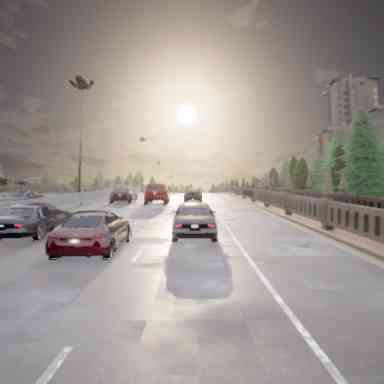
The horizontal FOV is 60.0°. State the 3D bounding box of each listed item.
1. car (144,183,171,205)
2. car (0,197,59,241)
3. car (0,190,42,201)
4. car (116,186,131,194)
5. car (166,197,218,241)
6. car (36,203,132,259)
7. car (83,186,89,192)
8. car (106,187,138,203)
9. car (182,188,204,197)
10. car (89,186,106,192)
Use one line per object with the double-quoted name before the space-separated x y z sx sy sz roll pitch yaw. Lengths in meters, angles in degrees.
"car" -3.400 0.120 33.214 2.150 2.045 5.566 0 2 0
"car" -6.900 1.182 14.552 2.033 1.411 5.357 0 2 0
"car" -14.096 0.618 27.442 2.128 1.511 4.902 0 2 0
"car" -14.000 -0.382 68.581 2.128 1.511 4.902 0 -1 0
"car" 0.100 1.184 14.506 2.033 1.411 5.357 0 2 0
"car" -3.400 1.315 11.619 1.994 1.385 4.181 0 2 0
"car" -21.000 -0.407 68.581 1.837 1.490 4.892 0 -1 0
"car" -6.901 0.221 33.957 2.097 1.767 4.553 0 2 0
"car" 0.100 0.364 34.221 1.837 1.490 4.892 0 2 0
"car" -17.508 -0.394 63.310 1.895 1.301 4.718 0 0 0
